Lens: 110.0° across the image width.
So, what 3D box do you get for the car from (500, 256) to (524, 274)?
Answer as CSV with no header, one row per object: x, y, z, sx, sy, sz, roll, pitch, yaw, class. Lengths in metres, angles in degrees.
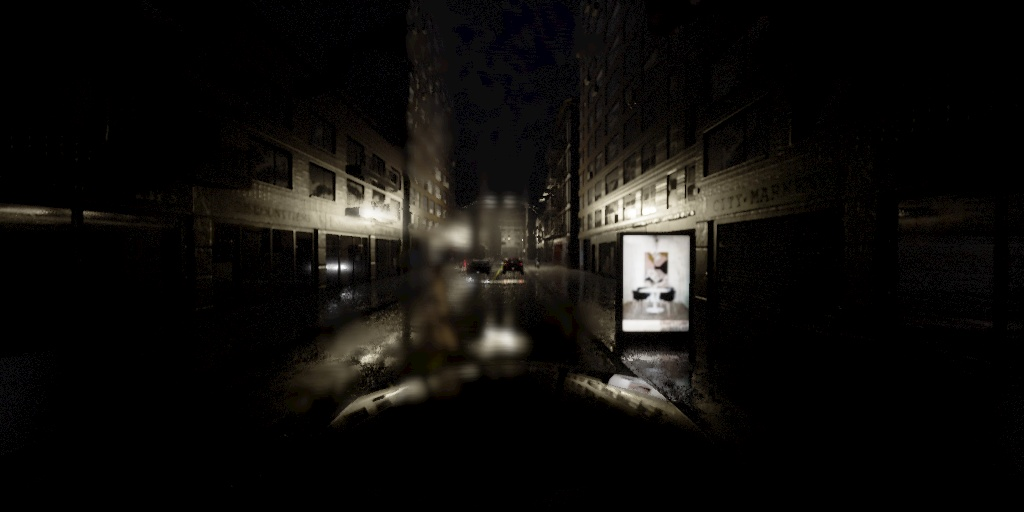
0.098,0.922,34.548,1.812,1.442,4.674,0,0,0,car

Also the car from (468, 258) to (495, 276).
-2.846,1.024,32.194,1.895,1.301,4.718,0,1,0,car

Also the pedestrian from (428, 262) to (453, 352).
-1.444,0.989,7.227,0.375,1.860,0.375,0,1,-13,pedestrian

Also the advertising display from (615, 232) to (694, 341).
3.010,0.715,7.627,1.540,2.440,0.280,0,0,0,advertising display
